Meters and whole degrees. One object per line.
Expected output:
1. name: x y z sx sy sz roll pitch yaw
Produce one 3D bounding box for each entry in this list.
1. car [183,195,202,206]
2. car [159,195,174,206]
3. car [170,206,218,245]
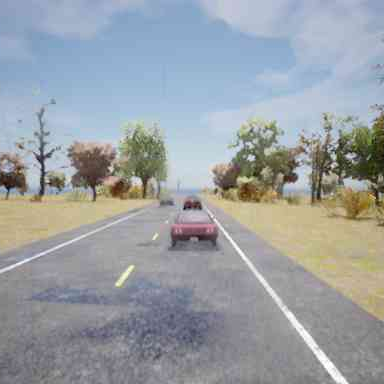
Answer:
1. car: 0.072 1.101 38.950 2.097 1.767 4.553 0 0 0
2. car: -3.533 1.178 46.760 1.882 1.535 5.008 0 0 0
3. car: 0.087 1.504 14.932 1.895 1.301 4.718 0 0 0
